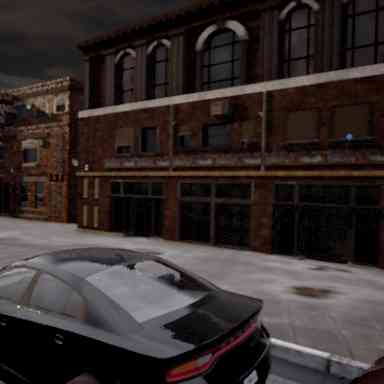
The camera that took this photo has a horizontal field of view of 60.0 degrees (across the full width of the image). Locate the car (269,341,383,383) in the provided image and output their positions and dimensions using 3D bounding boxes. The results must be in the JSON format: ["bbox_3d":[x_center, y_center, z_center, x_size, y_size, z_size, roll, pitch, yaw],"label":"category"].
[{"bbox_3d":[2.979,1.508,1.159,4.792,1.488,2.163,0,0,36],"label":"car"}]

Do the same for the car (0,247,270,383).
[{"bbox_3d":[-1.525,1.476,4.303,5.008,1.535,2.097,0,0,35],"label":"car"}]
